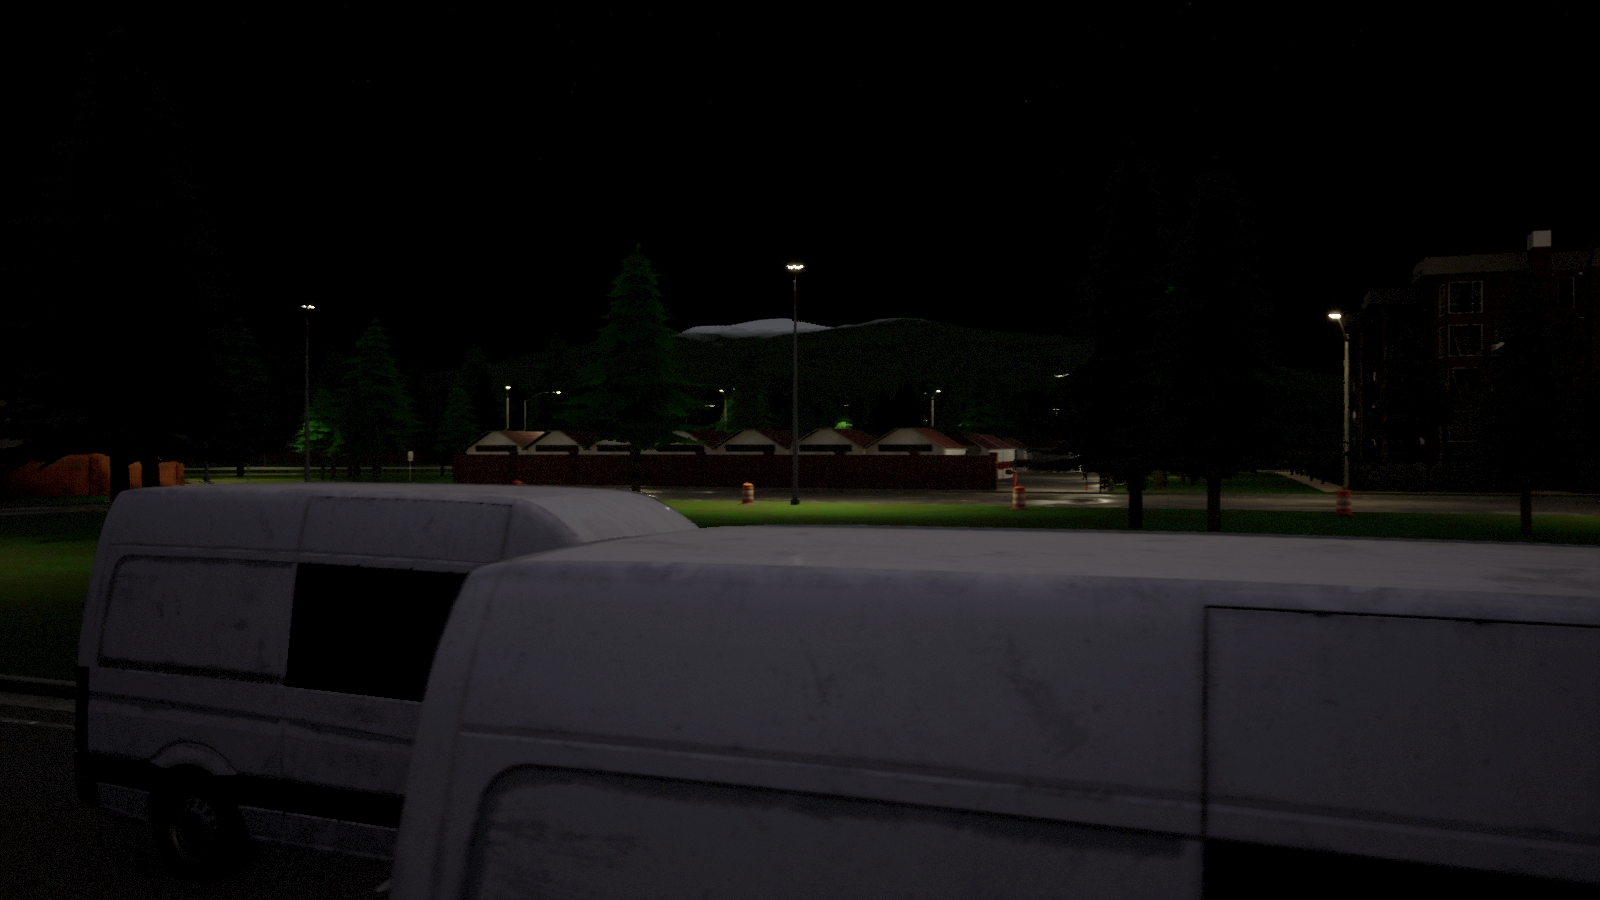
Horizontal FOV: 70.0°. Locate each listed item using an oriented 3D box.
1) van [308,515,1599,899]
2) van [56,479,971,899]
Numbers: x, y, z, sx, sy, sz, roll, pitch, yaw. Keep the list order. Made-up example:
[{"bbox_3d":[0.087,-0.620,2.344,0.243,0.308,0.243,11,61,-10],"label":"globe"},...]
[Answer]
[{"bbox_3d":[1.974,1.534,2.585,5.915,2.561,1.988,0,0,20],"label":"van"},{"bbox_3d":[-1.973,1.536,7.746,5.915,2.561,1.988,0,0,20],"label":"van"}]
